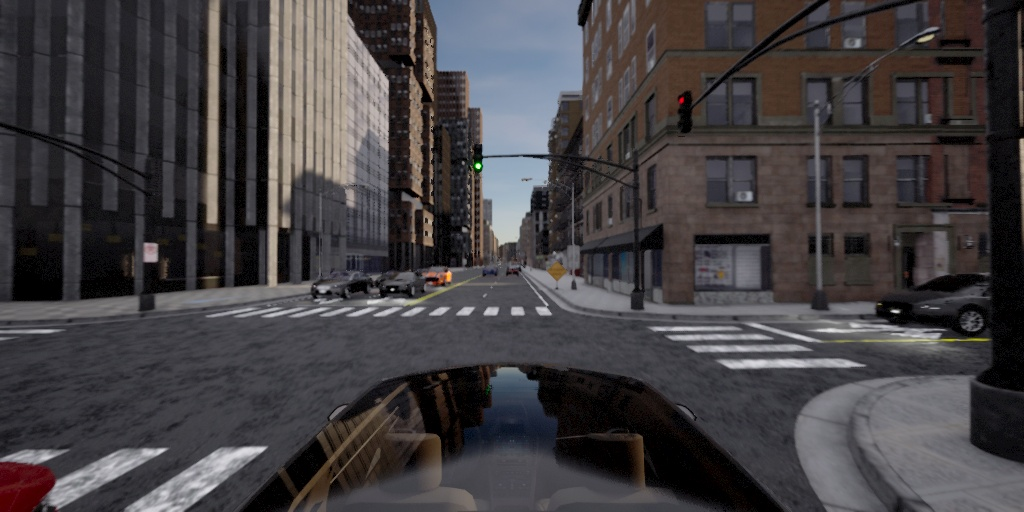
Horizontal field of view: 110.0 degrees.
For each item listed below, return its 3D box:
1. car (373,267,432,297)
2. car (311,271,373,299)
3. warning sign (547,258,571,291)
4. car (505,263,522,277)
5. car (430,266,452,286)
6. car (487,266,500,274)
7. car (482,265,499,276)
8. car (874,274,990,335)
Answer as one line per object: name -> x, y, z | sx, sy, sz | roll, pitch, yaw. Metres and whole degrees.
car -> -6.605, 1.652, 22.203 | 1.837, 1.490, 4.892 | 0, -1, 0
car -> -9.866, 1.629, 21.194 | 2.128, 1.511, 4.902 | 0, -1, 1
warning sign -> 2.848, 1.247, 22.659 | 1.300, 1.860, 1.060 | 0, 0, 0
car -> 0.045, 2.193, 52.261 | 1.837, 1.490, 4.892 | 0, -1, 0
car -> -6.603, 1.670, 31.406 | 2.097, 1.767, 4.553 | 0, -1, 0
car -> -3.256, 2.448, 63.060 | 2.033, 1.411, 5.357 | 0, -1, 0
car -> -3.200, 2.063, 53.004 | 2.097, 1.767, 4.553 | 0, -1, 0
car -> 12.871, 1.235, 9.834 | 4.892, 1.490, 1.837 | -1, -1, -1
